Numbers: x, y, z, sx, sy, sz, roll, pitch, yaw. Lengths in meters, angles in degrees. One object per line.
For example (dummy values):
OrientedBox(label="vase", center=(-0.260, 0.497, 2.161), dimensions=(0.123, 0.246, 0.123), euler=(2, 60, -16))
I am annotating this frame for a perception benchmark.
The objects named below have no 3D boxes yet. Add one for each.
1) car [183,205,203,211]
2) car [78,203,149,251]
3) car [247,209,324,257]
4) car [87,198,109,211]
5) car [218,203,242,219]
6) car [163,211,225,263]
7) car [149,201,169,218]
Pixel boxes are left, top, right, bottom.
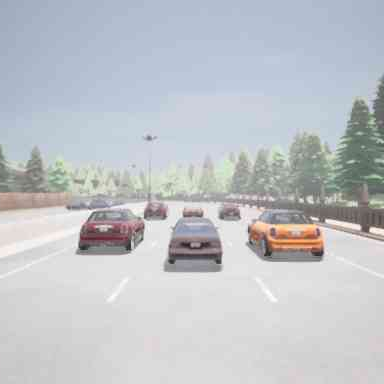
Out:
OrientedBox(label="car", center=(0.099, 1.902, 31.388), dimensions=(1.895, 1.301, 4.718), euler=(0, -1, 0))
OrientedBox(label="car", center=(-3.400, 1.497, 14.927), dimensions=(2.097, 1.767, 4.553), euler=(0, -1, 0))
OrientedBox(label="car", center=(3.600, 1.483, 13.624), dimensions=(2.097, 1.767, 4.553), euler=(0, -1, 0))
OrientedBox(label="car", center=(-14.079, 1.833, 50.017), dimensions=(2.097, 1.767, 4.553), euler=(0, -1, 0))
OrientedBox(label="car", center=(3.600, 1.838, 32.475), dimensions=(1.812, 1.442, 4.674), euler=(0, -1, 0))
OrientedBox(label="car", center=(0.101, 1.668, 12.499), dimensions=(2.033, 1.411, 5.357), euler=(0, -1, 0))
OrientedBox(label="car", center=(-3.401, 1.662, 32.273), dimensions=(2.097, 1.767, 4.553), euler=(0, -1, 0))
